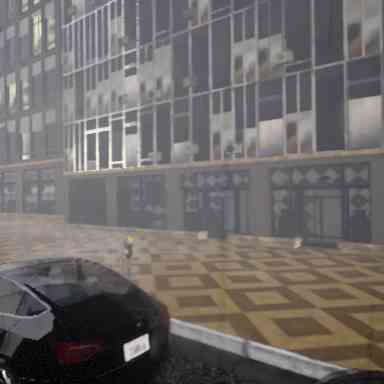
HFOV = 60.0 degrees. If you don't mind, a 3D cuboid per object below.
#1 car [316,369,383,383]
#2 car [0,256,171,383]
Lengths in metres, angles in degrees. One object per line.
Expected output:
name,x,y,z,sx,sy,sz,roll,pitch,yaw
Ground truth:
car,2.365,1.568,1.200,4.313,1.339,1.947,0,-1,36
car,-2.233,1.559,4.484,4.313,1.339,1.947,0,-1,36
